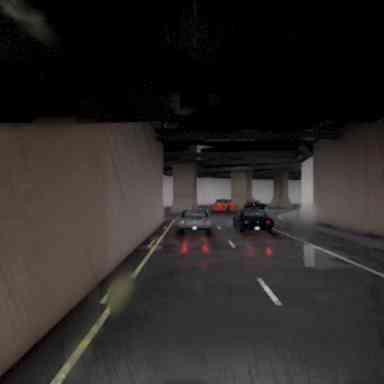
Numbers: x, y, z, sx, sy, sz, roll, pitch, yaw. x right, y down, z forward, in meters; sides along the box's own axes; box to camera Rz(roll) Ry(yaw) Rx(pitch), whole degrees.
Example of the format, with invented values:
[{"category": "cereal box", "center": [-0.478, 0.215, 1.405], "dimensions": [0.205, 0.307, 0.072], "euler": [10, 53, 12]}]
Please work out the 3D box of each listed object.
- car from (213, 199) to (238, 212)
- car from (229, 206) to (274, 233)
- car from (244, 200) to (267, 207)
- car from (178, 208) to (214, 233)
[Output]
[{"category": "car", "center": [4.364, 1.662, 43.071], "dimensions": [2.097, 1.767, 4.553], "euler": [0, 0, 27]}, {"category": "car", "center": [3.667, 1.751, 20.832], "dimensions": [1.895, 1.301, 4.718], "euler": [0, 0, 0]}, {"category": "car", "center": [8.249, 1.800, 42.982], "dimensions": [2.128, 1.511, 4.902], "euler": [0, -1, 30]}, {"category": "car", "center": [0.168, 1.750, 20.927], "dimensions": [1.895, 1.301, 4.718], "euler": [0, 0, 0]}]
